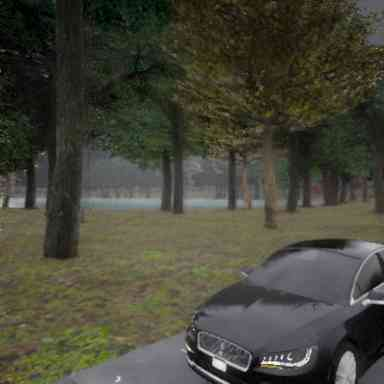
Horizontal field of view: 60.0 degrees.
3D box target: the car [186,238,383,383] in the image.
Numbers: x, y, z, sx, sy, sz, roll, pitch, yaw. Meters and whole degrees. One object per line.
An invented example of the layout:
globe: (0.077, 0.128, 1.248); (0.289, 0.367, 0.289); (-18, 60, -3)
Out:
car: (2.070, 1.544, 5.096); (4.892, 1.490, 1.837); (0, -1, -42)
